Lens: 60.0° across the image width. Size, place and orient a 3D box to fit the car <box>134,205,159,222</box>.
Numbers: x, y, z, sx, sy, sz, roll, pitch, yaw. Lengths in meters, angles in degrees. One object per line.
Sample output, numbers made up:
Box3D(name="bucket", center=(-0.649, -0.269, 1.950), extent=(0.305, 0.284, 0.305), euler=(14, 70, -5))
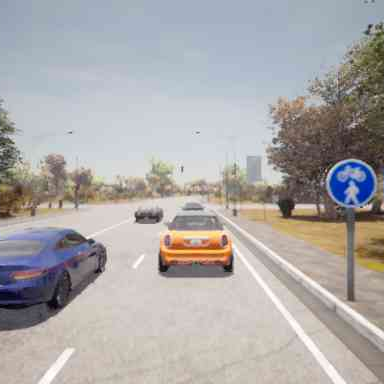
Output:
Box3D(name="car", center=(-3.395, 1.692, 27.071), extent=(1.895, 1.301, 4.718), euler=(0, 0, 0))

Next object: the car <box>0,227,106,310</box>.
Box3D(name="car", center=(-3.398, 1.552, 7.752), extent=(1.812, 1.442, 4.674), euler=(0, 0, 0))

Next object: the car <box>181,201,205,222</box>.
Box3D(name="car", center=(0.106, 1.601, 28.145), extent=(1.837, 1.490, 4.892), euler=(0, 0, 0))

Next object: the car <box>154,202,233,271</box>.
Box3D(name="car", center=(0.105, 1.391, 11.171), extent=(2.097, 1.767, 4.553), euler=(0, 0, 0))
